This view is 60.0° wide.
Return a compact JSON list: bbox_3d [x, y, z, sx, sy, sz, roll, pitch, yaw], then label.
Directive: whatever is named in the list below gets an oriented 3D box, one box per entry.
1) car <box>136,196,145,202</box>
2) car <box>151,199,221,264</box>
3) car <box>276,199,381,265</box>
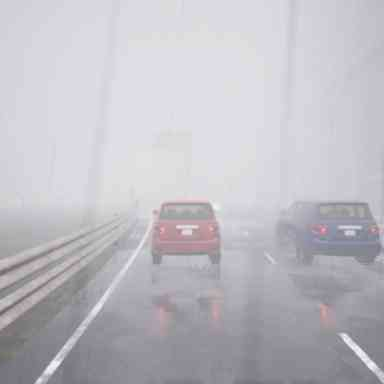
[{"bbox_3d":[-12.018,1.564,77.492,1.895,1.301,4.718,0,0,-13],"label":"car"},{"bbox_3d":[-0.263,1.250,12.156,2.150,2.045,5.566,0,0,-3],"label":"car"},{"bbox_3d":[4.569,1.252,12.017,2.150,2.045,5.566,0,0,3],"label":"car"}]
